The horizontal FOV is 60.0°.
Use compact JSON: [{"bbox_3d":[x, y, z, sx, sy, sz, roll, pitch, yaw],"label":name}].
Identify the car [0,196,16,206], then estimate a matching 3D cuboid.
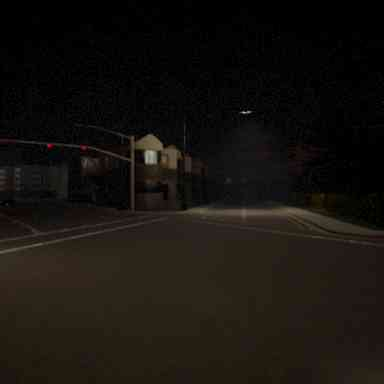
[{"bbox_3d":[-24.728,1.235,44.014,1.895,1.301,4.718,0,2,-36],"label":"car"}]
